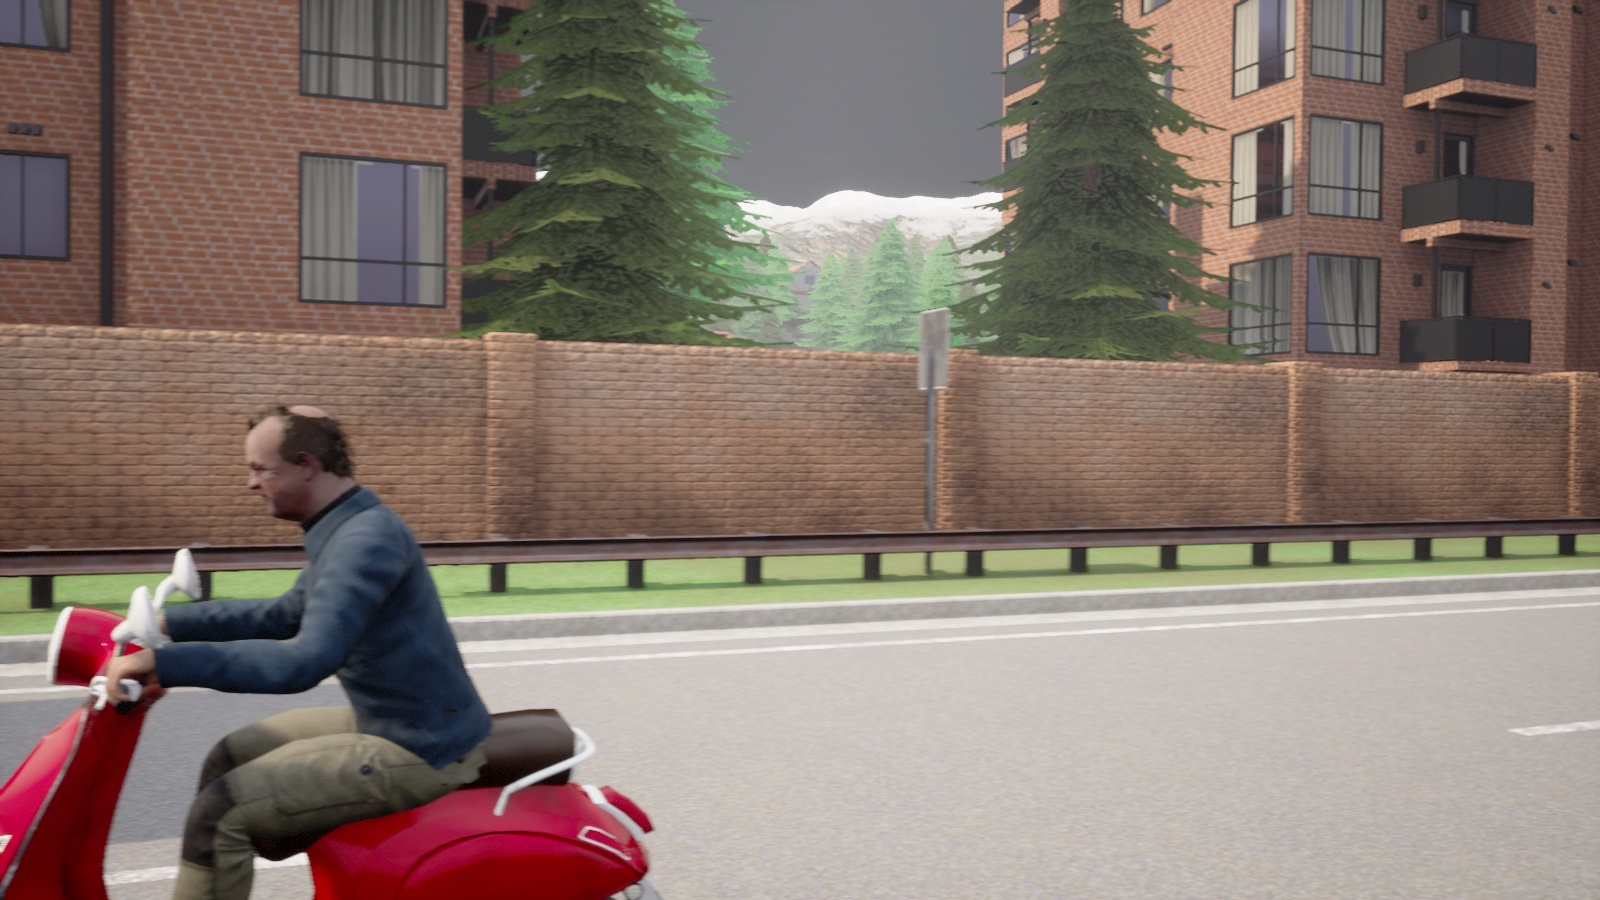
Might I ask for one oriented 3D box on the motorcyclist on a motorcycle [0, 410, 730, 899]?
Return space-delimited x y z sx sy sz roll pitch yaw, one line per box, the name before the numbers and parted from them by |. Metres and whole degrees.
motorcyclist on a motorcycle | -1.158 0.718 2.799 1.817 1.590 0.866 -1 1 -21
